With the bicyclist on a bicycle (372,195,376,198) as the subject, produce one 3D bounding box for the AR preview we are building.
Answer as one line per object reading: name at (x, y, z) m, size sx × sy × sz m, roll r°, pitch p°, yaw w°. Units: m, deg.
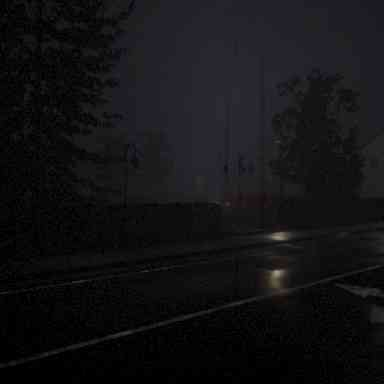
bicyclist on a bicycle at (27.536, 1.301, 50.246) m, size 1.656 × 1.620 × 0.582 m, roll 0°, pitch 0°, yaw -35°
